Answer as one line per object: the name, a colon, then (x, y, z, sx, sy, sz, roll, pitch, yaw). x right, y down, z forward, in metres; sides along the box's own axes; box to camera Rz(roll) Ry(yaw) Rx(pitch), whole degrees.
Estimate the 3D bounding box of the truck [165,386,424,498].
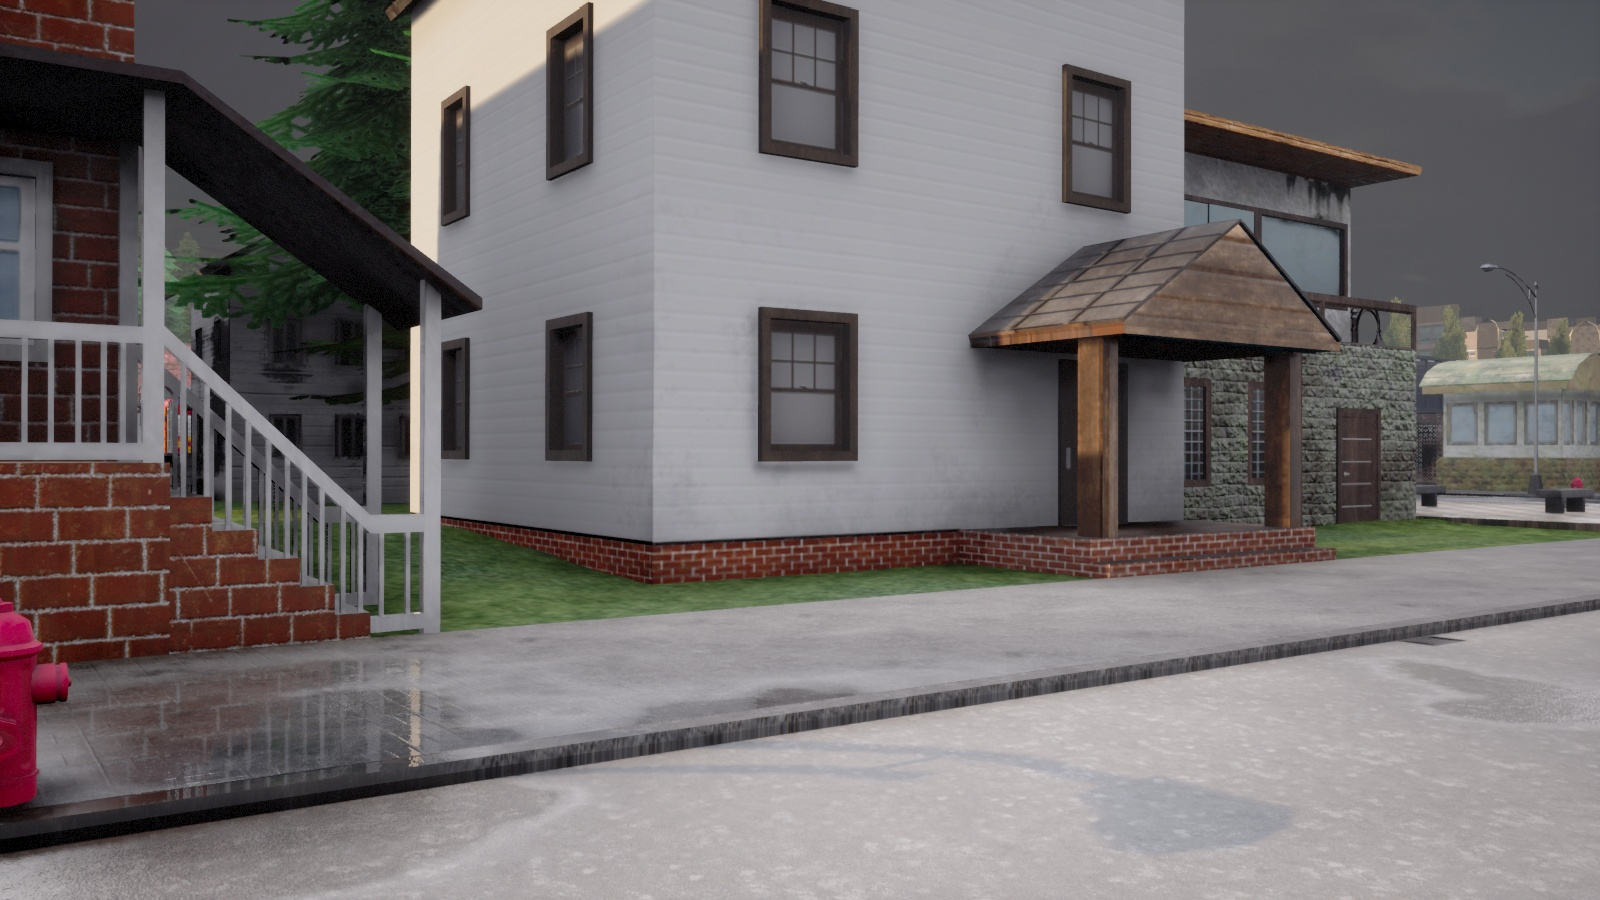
truck: (-18.604, -0.266, 46.530, 8.468, 3.827, 2.891, 0, 0, -35)
